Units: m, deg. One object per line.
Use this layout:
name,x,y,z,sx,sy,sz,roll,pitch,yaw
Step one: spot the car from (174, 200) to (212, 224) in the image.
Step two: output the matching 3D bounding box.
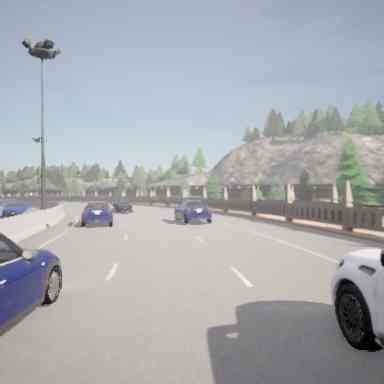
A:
car,-0.017,1.397,25.785,2.097,1.767,4.553,0,0,-14

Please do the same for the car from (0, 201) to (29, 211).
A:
car,-16.760,1.662,31.793,1.882,1.535,5.008,0,0,-22

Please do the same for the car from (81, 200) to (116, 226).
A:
car,-6.834,1.441,24.255,2.097,1.767,4.553,0,0,-14

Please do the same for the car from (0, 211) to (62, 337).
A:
car,-3.751,1.378,5.273,2.097,1.767,4.553,0,0,-3

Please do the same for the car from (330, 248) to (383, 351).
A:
car,3.399,1.209,3.072,2.150,2.045,5.566,0,0,-2

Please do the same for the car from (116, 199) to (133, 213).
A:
car,-8.352,1.621,39.359,2.128,1.511,4.902,0,0,-23

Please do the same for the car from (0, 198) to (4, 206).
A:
car,-38.867,2.006,65.455,2.033,1.411,5.357,-1,0,-44
